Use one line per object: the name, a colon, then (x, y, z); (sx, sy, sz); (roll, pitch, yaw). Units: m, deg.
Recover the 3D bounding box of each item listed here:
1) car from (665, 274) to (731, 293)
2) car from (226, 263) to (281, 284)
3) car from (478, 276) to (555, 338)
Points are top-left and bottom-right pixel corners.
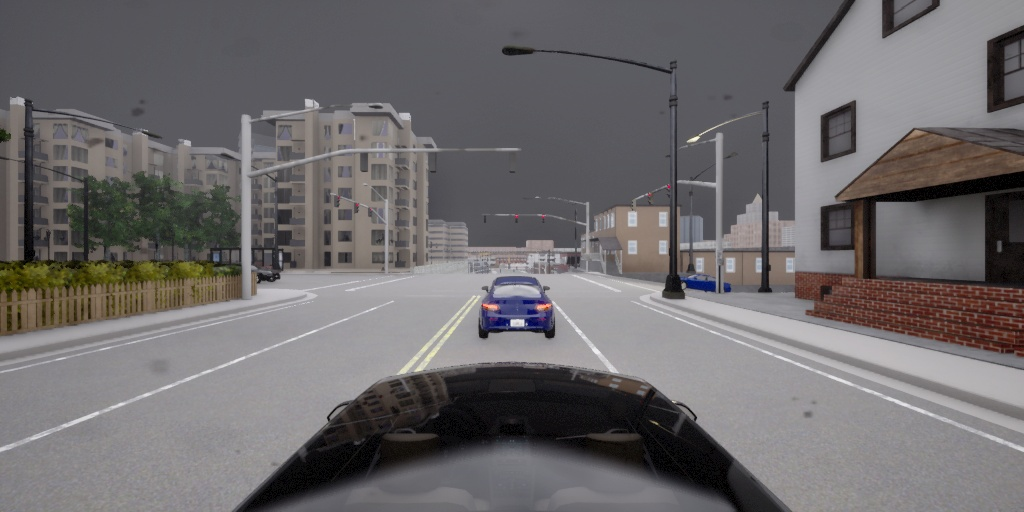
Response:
car: (15.379, 2.209, 29.696); (5.008, 1.535, 1.882); (9, 0, 1)
car: (-19.814, 1.255, 26.510); (4.892, 1.490, 1.837); (0, 0, 1)
car: (0.110, 1.276, 10.013); (1.812, 1.442, 4.674); (0, 0, 0)
